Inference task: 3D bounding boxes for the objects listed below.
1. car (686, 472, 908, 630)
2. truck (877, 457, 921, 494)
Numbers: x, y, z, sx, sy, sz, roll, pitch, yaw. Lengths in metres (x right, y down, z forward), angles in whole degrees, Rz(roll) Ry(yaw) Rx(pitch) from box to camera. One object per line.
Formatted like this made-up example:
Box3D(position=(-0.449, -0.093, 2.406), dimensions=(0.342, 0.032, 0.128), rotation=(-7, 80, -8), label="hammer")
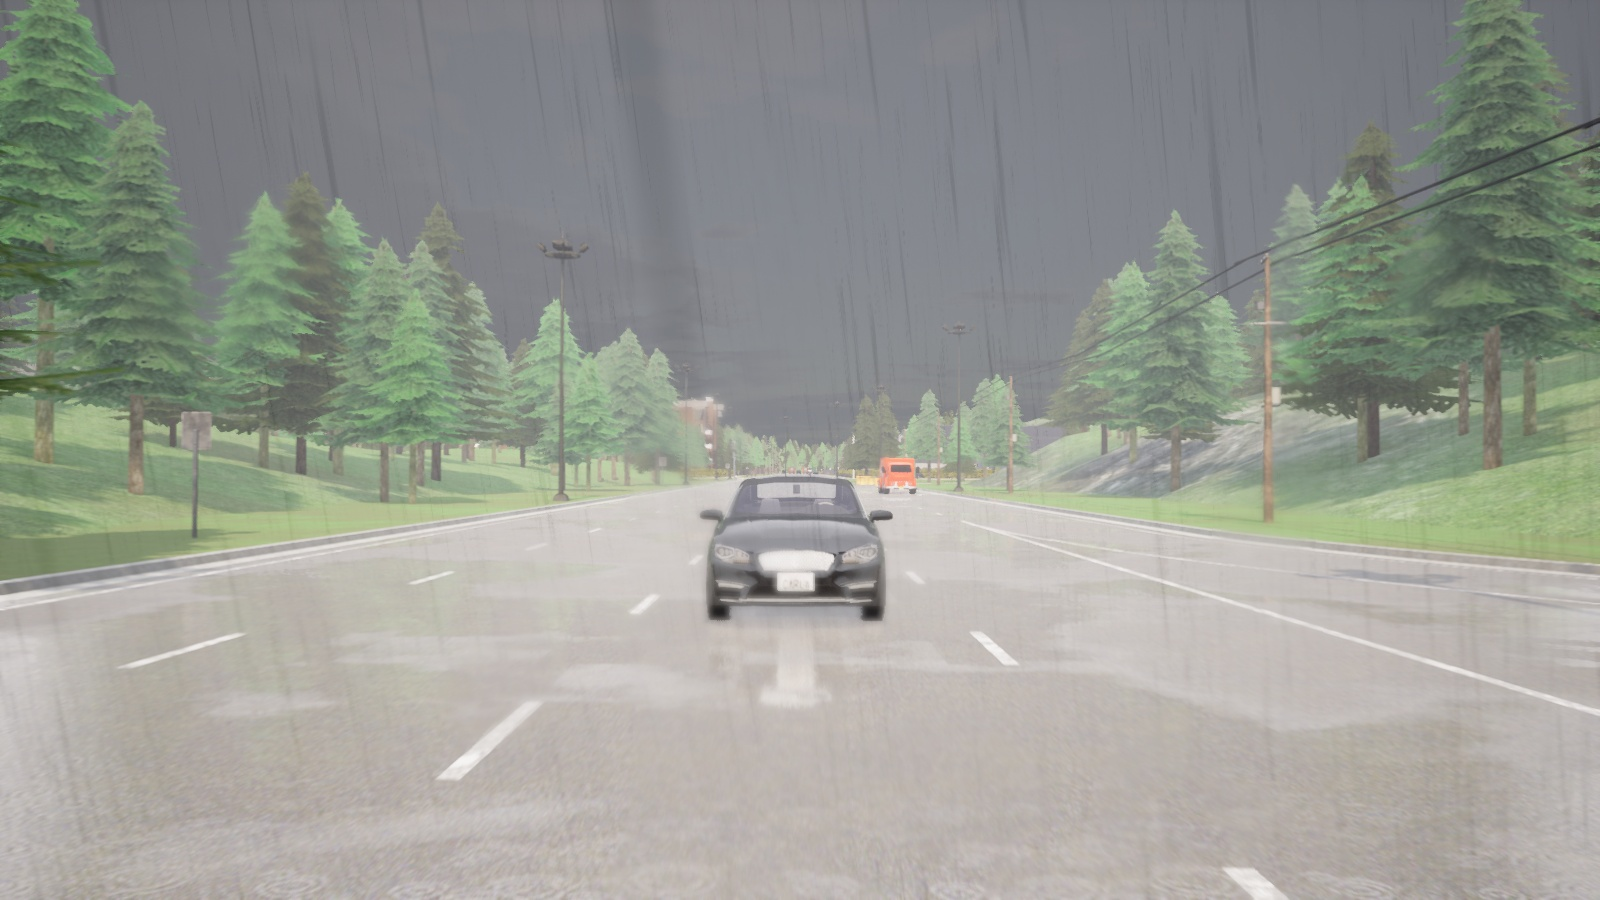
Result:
Box3D(position=(-0.035, 1.014, 14.552), dimensions=(2.128, 1.511, 4.902), rotation=(0, -1, 0), label="car")
Box3D(position=(6.792, 1.749, 86.646), dimensions=(2.627, 2.467, 5.204), rotation=(0, -1, 0), label="truck")
